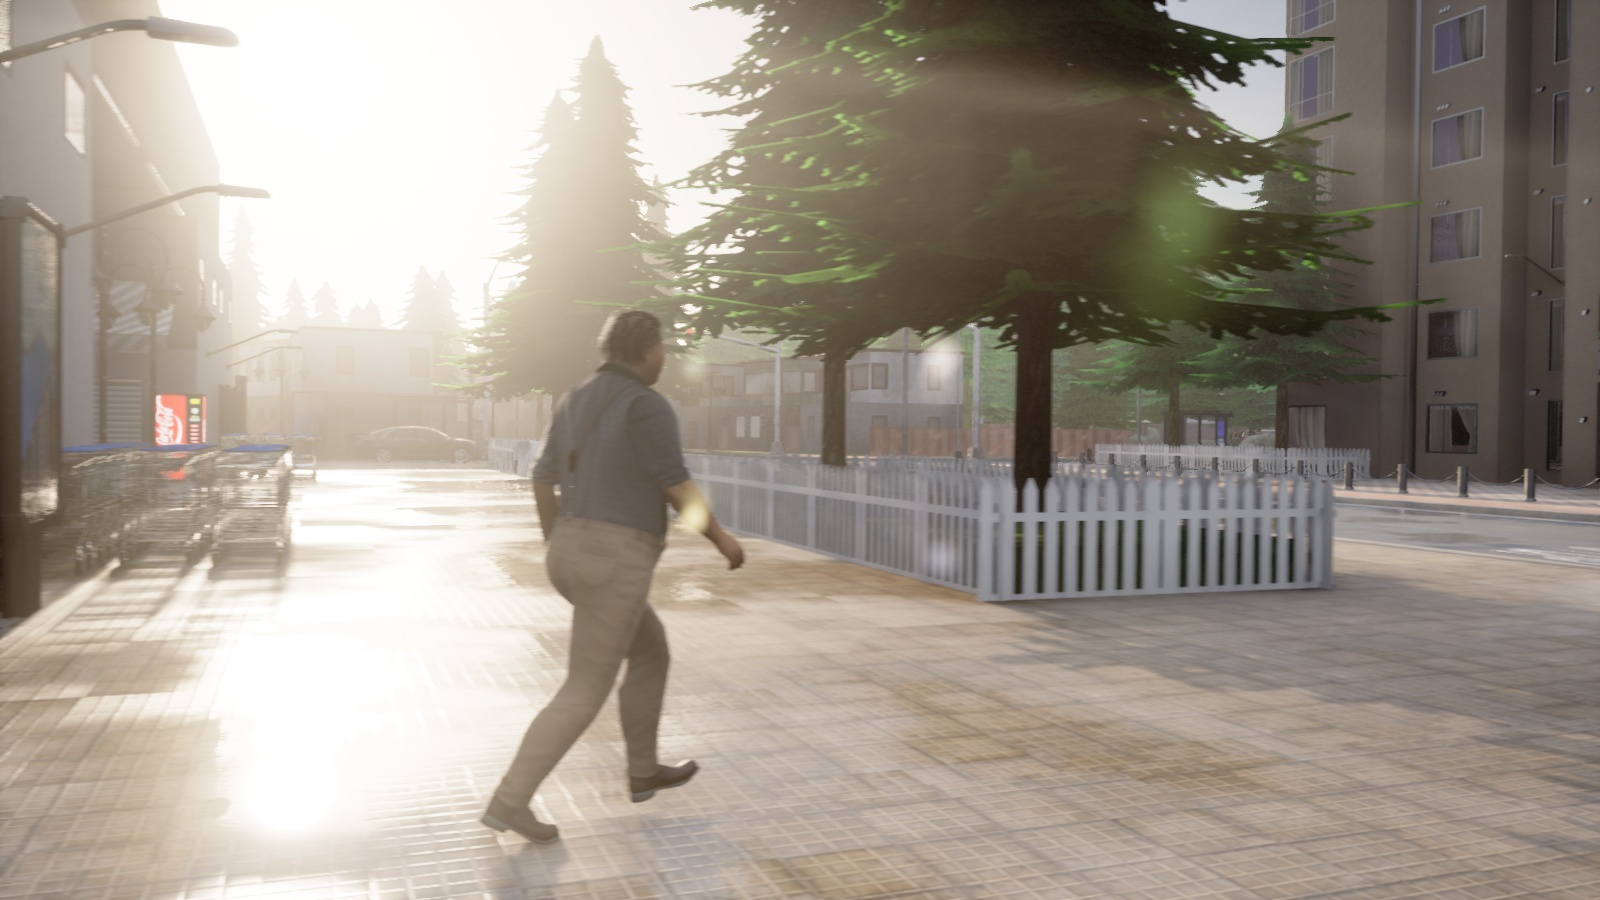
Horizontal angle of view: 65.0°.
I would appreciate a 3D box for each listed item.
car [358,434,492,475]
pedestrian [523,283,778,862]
[{"bbox_3d":[-14.654,0.163,49.077,4.892,1.490,1.837,-1,1,-20],"label":"car"},{"bbox_3d":[-0.527,0.386,4.425,0.694,1.848,0.540,-1,1,-37],"label":"pedestrian"}]
